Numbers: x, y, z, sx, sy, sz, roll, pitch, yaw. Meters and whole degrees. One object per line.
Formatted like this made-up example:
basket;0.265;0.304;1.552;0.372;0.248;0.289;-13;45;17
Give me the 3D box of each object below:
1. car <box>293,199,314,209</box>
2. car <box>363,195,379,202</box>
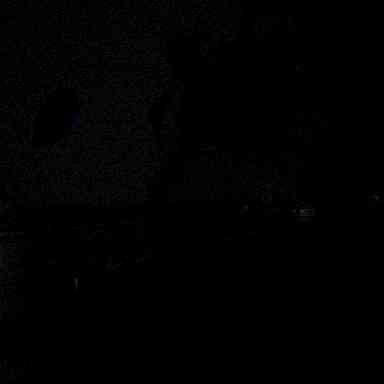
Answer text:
car;15.410;1.618;45.869;1.994;1.385;4.181;0;0;36
car;40.925;1.403;76.514;2.097;1.767;4.553;0;0;36
